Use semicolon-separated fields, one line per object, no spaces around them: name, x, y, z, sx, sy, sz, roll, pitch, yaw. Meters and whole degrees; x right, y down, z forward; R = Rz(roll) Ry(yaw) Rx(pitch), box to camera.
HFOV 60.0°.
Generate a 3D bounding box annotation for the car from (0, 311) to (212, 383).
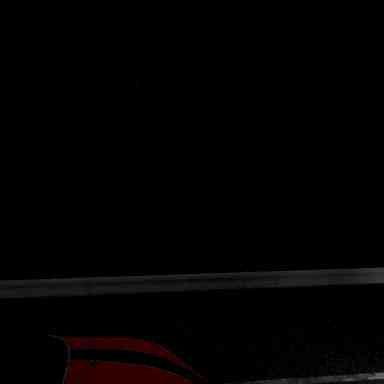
car;-1.869;1.352;1.646;4.553;1.767;2.097;0;0;-6
